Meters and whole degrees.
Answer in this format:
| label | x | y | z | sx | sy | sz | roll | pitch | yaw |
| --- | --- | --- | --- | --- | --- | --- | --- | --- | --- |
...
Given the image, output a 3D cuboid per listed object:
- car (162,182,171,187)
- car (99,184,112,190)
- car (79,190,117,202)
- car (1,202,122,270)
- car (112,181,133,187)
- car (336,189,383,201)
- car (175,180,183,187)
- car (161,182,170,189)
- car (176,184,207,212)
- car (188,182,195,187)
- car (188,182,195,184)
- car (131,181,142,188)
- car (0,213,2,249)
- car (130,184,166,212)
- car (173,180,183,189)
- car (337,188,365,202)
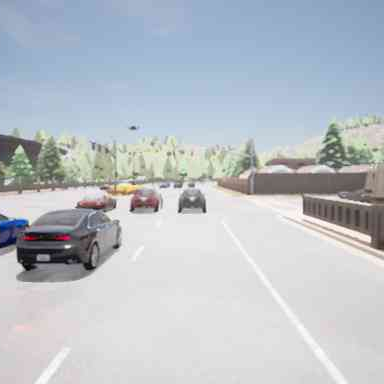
| label | x | y | z | sx | sy | sz | roll | pitch | yaw |
| --- | --- | --- | --- | --- | --- | --- | --- | --- | --- |
| car | -7.142 | -2.057 | 93.148 | 1.994 | 1.385 | 4.181 | 0 | 2 | 0 |
| car | -17.604 | -0.918 | 68.291 | 1.895 | 1.301 | 4.718 | 0 | 2 | 0 |
| car | -6.974 | 0.795 | 24.996 | 1.895 | 1.301 | 4.718 | 0 | 2 | 0 |
| car | -3.457 | 1.269 | 10.216 | 1.837 | 1.490 | 4.892 | 0 | 1 | 1 |
| car | -14.104 | -1.289 | 68.282 | 2.150 | 2.045 | 5.566 | 0 | 2 | 0 |
| car | 19.122 | 0.283 | 37.737 | 4.718 | 1.301 | 1.895 | 0 | 2 | 2 |
| car | -3.642 | -2.387 | 93.171 | 2.150 | 2.045 | 5.566 | 0 | 2 | 0 |
| car | -7.126 | -1.519 | 83.188 | 1.895 | 1.301 | 4.718 | 0 | 2 | 0 |
| car | 0.029 | 0.499 | 26.119 | 2.097 | 1.767 | 4.553 | 0 | 2 | 0 |
| car | -0.142 | -2.088 | 93.158 | 1.812 | 1.442 | 4.674 | 0 | 2 | 0 |
| car | -0.126 | -1.604 | 82.749 | 1.837 | 1.490 | 4.892 | 0 | 2 | 0 |
| car | -14.129 | -1.843 | 84.768 | 2.097 | 1.767 | 4.553 | 0 | 2 | 0 |
| car | -6.953 | 1.238 | 10.452 | 1.882 | 1.535 | 5.008 | 0 | 2 | 0 |
| car | -3.471 | 0.500 | 26.122 | 2.097 | 1.767 | 4.553 | 0 | 2 | 0 |
| car | -3.626 | -1.625 | 82.742 | 1.882 | 1.535 | 5.008 | 0 | 2 | 0 |
| car | 18.165 | 0.310 | 34.267 | 4.902 | 1.511 | 2.128 | 0 | 2 | 2 |
